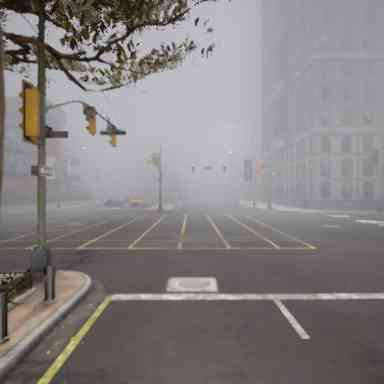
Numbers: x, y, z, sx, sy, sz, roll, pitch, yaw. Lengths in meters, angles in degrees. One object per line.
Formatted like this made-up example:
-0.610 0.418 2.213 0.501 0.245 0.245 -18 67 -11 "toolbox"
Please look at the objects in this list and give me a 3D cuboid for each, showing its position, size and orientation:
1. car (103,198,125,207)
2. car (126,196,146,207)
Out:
-11.591 1.518 48.813 1.994 1.385 4.181 0 0 0 "car"
-8.089 1.432 49.684 1.882 1.535 5.008 0 0 0 "car"
